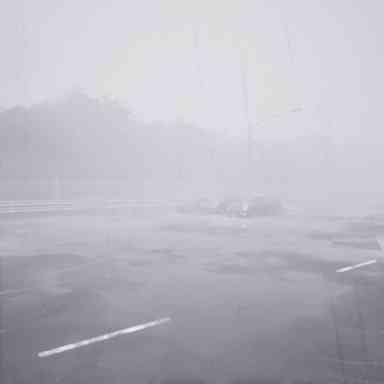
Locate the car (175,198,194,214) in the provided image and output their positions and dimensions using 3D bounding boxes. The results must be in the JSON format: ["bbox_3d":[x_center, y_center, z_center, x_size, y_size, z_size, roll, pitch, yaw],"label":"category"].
[{"bbox_3d":[0.512,1.170,30.028,4.181,1.385,1.994,-4,3,-37],"label":"car"}]

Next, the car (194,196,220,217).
[{"bbox_3d":[2.822,1.018,27.369,4.553,1.767,2.097,-1,1,-37],"label":"car"}]

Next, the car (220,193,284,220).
[{"bbox_3d":[4.645,1.035,24.358,4.553,1.767,2.097,-1,1,-37],"label":"car"}]
